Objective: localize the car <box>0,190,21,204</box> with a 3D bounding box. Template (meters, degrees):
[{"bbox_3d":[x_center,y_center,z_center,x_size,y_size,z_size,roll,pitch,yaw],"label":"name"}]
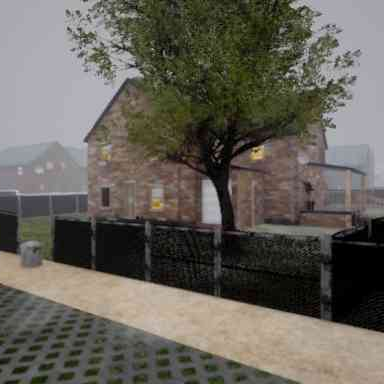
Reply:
[{"bbox_3d":[-17.305,0.841,28.222,2.150,2.045,5.566,0,1,34],"label":"car"}]
